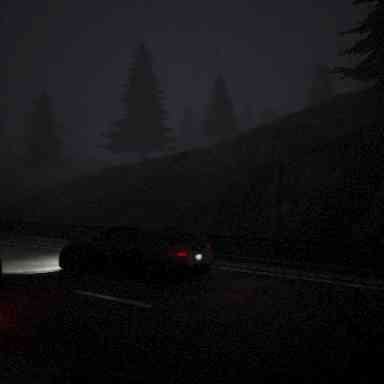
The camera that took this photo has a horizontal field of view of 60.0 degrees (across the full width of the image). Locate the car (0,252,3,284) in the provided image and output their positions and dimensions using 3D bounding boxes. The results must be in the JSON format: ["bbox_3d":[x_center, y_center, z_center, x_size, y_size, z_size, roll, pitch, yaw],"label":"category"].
[{"bbox_3d":[-6.536,1.356,7.677,4.553,1.767,2.097,0,0,29],"label":"car"}]

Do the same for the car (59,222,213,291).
[{"bbox_3d":[-1.565,1.518,8.878,4.181,1.385,1.994,0,0,30],"label":"car"}]
